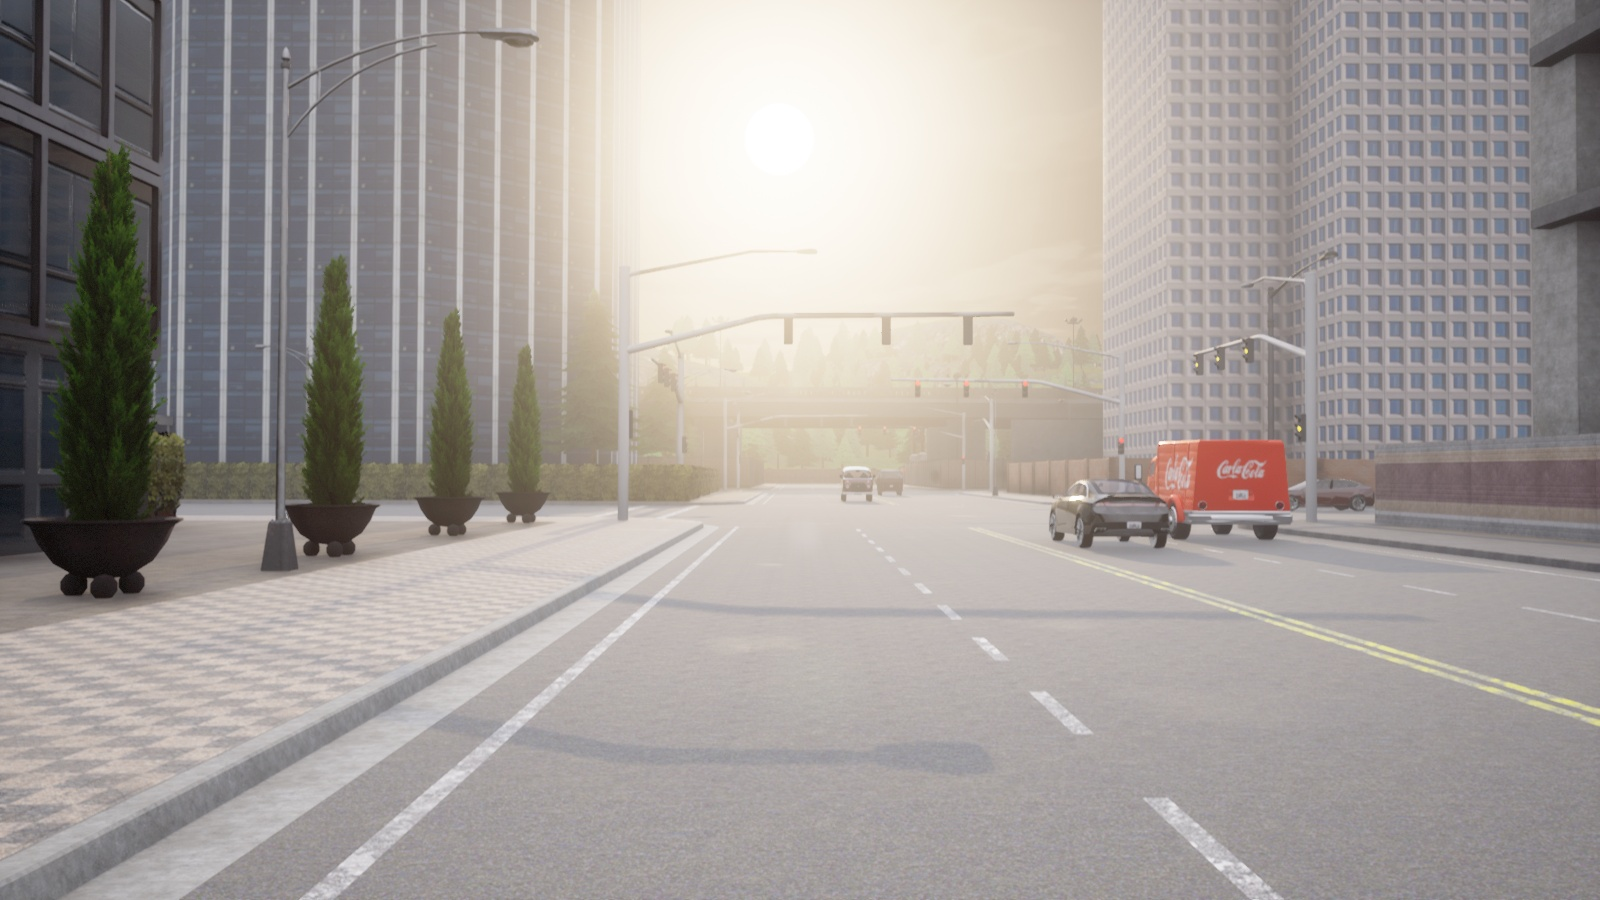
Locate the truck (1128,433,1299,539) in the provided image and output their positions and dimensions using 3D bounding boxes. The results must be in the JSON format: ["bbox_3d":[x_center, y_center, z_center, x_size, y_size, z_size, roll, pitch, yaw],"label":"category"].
[{"bbox_3d":[10.416,0.897,32.190,2.627,2.467,5.204,0,-1,0],"label":"truck"}]

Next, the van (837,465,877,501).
[{"bbox_3d":[3.310,1.919,73.671,2.069,2.038,4.480,0,-1,0],"label":"van"}]

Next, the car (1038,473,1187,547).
[{"bbox_3d":[6.926,1.283,28.440,2.128,1.511,4.902,0,-1,0],"label":"car"}]

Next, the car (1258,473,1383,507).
[{"bbox_3d":[23.622,1.802,57.137,4.792,1.488,2.163,0,-1,0],"label":"car"}]

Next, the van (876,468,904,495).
[{"bbox_3d":[6.757,2.331,94.729,1.775,1.987,4.442,0,-1,0],"label":"van"}]
